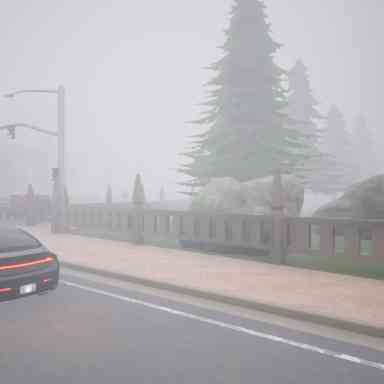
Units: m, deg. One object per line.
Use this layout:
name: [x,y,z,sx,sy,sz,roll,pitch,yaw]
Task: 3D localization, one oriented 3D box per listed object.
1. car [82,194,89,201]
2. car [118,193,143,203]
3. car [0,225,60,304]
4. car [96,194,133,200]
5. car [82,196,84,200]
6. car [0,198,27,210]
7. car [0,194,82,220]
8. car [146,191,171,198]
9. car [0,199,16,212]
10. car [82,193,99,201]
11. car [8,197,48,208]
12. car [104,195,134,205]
car: [-18.505,1.491,49.524,2.128,1.511,4.902,0,0,36]
car: [-11.928,1.150,64.718,1.837,1.490,4.892,0,3,36]
car: [-4.937,1.505,7.460,4.892,1.490,1.837,0,0,36]
car: [-12.151,1.479,52.399,1.837,1.490,4.892,0,1,36]
car: [-17.514,1.526,44.898,1.812,1.442,4.674,0,0,36]
car: [-23.999,1.547,41.863,2.033,1.411,5.357,0,0,36]
car: [-12.396,1.223,27.682,2.150,2.045,5.566,0,0,36]
car: [-5.985,0.845,60.997,2.150,2.045,5.566,0,3,36]
car: [-22.619,1.564,37.788,1.994,1.385,4.181,0,0,36]
car: [-17.997,1.197,56.242,2.150,2.045,5.566,0,1,36]
car: [-23.699,1.505,48.285,1.837,1.490,4.892,0,0,36]
car: [-12.647,1.384,57.722,2.128,1.511,4.902,0,2,36]
